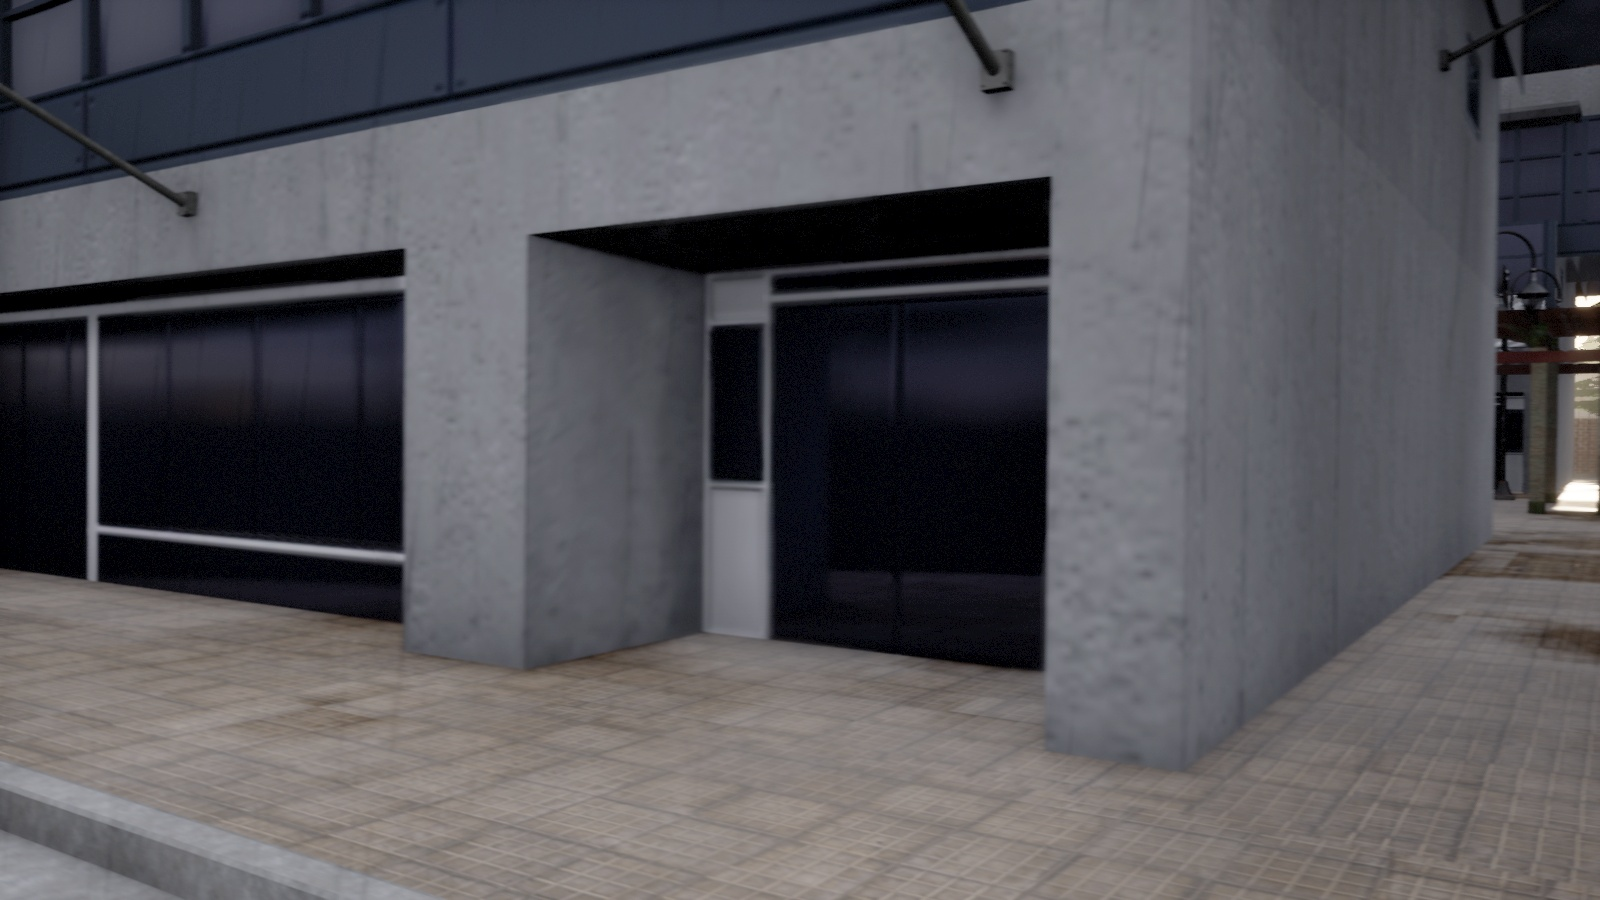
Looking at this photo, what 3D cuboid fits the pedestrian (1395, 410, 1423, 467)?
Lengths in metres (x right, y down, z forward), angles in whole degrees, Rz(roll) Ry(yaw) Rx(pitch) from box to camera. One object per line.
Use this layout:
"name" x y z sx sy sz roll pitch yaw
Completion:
"pedestrian" 21.021 -0.390 43.346 0.788 1.949 0.423 0 1 36
